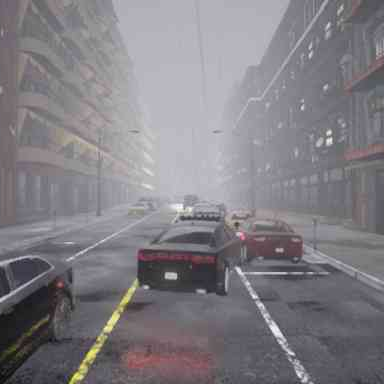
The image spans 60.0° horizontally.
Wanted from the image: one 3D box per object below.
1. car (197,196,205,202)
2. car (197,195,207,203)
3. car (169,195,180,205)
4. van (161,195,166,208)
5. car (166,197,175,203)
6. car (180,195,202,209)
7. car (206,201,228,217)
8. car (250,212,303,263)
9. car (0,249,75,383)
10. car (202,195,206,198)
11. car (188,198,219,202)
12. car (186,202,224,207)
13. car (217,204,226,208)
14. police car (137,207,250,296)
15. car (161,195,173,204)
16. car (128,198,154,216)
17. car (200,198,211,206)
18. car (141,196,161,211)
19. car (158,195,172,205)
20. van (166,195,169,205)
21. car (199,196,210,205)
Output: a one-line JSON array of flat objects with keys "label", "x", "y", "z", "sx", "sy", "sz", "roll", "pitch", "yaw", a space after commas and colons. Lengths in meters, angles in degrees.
[{"label": "car", "x": 2.384, "y": 1.823, "z": 89.392, "sx": 1.967, "sy": 1.590, "sz": 4.097, "roll": 1, "pitch": 0, "yaw": 0}, {"label": "car", "x": 2.409, "y": 1.628, "z": 78.330, "sx": 2.192, "sy": 1.841, "sz": 5.009, "roll": 1, "pitch": 0, "yaw": 0}, {"label": "car", "x": -2.872, "y": 1.592, "z": 65.284, "sx": 2.097, "sy": 1.767, "sz": 4.553, "roll": 0, "pitch": 0, "yaw": 0}, {"label": "van", "x": -5.385, "y": 1.508, "z": 50.721, "sx": 1.690, "sy": 1.788, "sz": 3.998, "roll": 2, "pitch": 0, "yaw": 0}, {"label": "car", "x": -5.454, "y": 1.913, "z": 83.905, "sx": 1.947, "sy": 1.339, "sz": 4.313, "roll": 1, "pitch": 0, "yaw": 0}, {"label": "car", "x": -0.081, "y": 1.362, "z": 44.606, "sx": 2.150, "sy": 2.045, "sz": 5.566, "roll": 0, "pitch": 0, "yaw": 0}, {"label": "car", "x": 2.521, "y": 1.645, "z": 34.082, "sx": 1.887, "sy": 1.381, "sz": 4.507, "roll": 1, "pitch": 0, "yaw": 0}, {"label": "car", "x": 2.562, "y": 1.573, "z": 11.960, "sx": 1.887, "sy": 1.381, "sz": 4.507, "roll": 1, "pitch": 0, "yaw": 0}, {"label": "car", "x": -2.856, "y": 1.499, "z": 3.645, "sx": 2.128, "sy": 1.511, "sz": 4.902, "roll": 0, "pitch": 0, "yaw": 0}, {"label": "car", "x": 2.479, "y": 1.738, "z": 56.206, "sx": 1.887, "sy": 1.381, "sz": 4.507, "roll": 1, "pitch": 0, "yaw": 0}, {"label": "car", "x": 0.779, "y": 1.522, "z": 24.819, "sx": 1.801, "sy": 1.575, "sz": 5.366, "roll": 0, "pitch": 0, "yaw": 0}, {"label": "car", "x": 0.790, "y": 1.524, "z": 18.625, "sx": 1.882, "sy": 1.535, "sz": 5.008, "roll": 0, "pitch": 0, "yaw": 0}, {"label": "car", "x": 2.552, "y": 1.569, "z": 17.662, "sx": 1.752, "sy": 1.417, "sz": 4.829, "roll": 1, "pitch": 0, "yaw": 0}, {"label": "police car", "x": 0.259, "y": 1.446, "z": 9.005, "sx": 1.930, "sy": 1.638, "sz": 5.238, "roll": 0, "pitch": 0, "yaw": 15}, {"label": "car", "x": -5.427, "y": 1.597, "z": 72.844, "sx": 2.192, "sy": 1.841, "sz": 5.009, "roll": 1, "pitch": 0, "yaw": 0}, {"label": "car", "x": -5.359, "y": 1.625, "z": 33.961, "sx": 1.752, "sy": 1.417, "sz": 4.829, "roll": 2, "pitch": 0, "yaw": 0}, {"label": "car", "x": 2.469, "y": 1.766, "z": 61.735, "sx": 1.887, "sy": 1.381, "sz": 4.507, "roll": 1, "pitch": 0, "yaw": 0}, {"label": "car", "x": -5.364, "y": 1.436, "z": 39.663, "sx": 2.192, "sy": 1.841, "sz": 5.009, "roll": 2, "pitch": 0, "yaw": 0}, {"label": "car", "x": -5.416, "y": 1.567, "z": 67.314, "sx": 2.192, "sy": 1.841, "sz": 5.009, "roll": 1, "pitch": 0, "yaw": 0}, {"label": "van", "x": -5.396, "y": 1.535, "z": 56.253, "sx": 1.690, "sy": 1.788, "sz": 3.998, "roll": 1, "pitch": 0, "yaw": 0}, {"label": "car", "x": 2.468, "y": 1.691, "z": 67.268, "sx": 1.967, "sy": 1.590, "sz": 4.097, "roll": 1, "pitch": 0, "yaw": 0}]
